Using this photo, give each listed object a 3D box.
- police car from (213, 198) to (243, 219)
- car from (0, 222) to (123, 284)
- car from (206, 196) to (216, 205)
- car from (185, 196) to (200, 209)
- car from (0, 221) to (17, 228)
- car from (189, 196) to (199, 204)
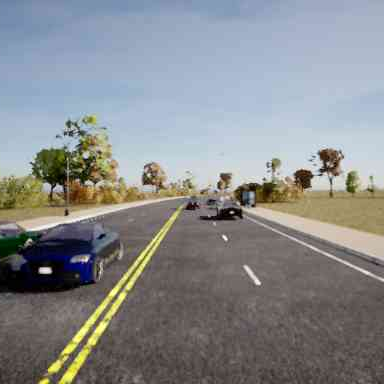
[{"bbox_3d":[3.273,1.505,29.562,2.038,1.542,4.974,0,0,1],"label":"police car"},{"bbox_3d":[-3.273,1.566,9.423,1.994,1.385,4.181,0,0,0],"label":"car"},{"bbox_3d":[3.403,1.494,57.951,2.128,1.511,4.902,0,0,1],"label":"car"},{"bbox_3d":[0.103,1.549,44.948,2.033,1.411,5.357,0,0,0],"label":"car"},{"bbox_3d":[-6.509,1.602,10.147,1.895,1.301,4.718,0,0,0],"label":"car"},{"bbox_3d":[0.400,1.501,66.841,1.837,1.490,4.892,0,0,2],"label":"car"}]
